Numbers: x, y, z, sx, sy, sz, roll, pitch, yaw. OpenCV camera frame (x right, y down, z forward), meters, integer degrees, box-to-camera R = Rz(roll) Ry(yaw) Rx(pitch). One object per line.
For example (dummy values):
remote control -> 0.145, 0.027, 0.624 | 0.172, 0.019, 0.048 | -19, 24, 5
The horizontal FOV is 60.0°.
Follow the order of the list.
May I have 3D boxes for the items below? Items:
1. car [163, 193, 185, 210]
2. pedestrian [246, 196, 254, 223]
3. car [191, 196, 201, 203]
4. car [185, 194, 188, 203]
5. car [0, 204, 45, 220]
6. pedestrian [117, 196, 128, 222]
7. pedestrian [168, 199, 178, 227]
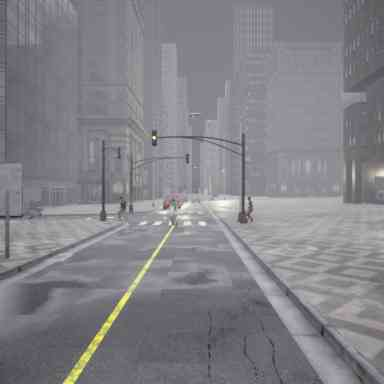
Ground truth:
car -> -2.518, 1.232, 44.241 | 2.150, 2.045, 5.566 | 0, 0, 2
pedestrian -> 3.879, 1.147, 22.141 | 0.375, 1.860, 0.375 | 0, 0, 1
car -> 0.878, 1.576, 68.042 | 2.033, 1.411, 5.357 | 0, 0, 1
car -> -2.344, 1.511, 57.251 | 2.128, 1.511, 4.902 | 0, 0, 1
car -> -15.218, 1.711, 28.594 | 4.902, 1.511, 2.128 | -1, 0, 0
pedestrian -> -4.829, 1.143, 22.876 | 0.375, 1.860, 0.375 | 0, 0, 1
pedestrian -> -1.170, 1.299, 21.607 | 0.375, 1.860, 0.375 | 0, 0, 1
